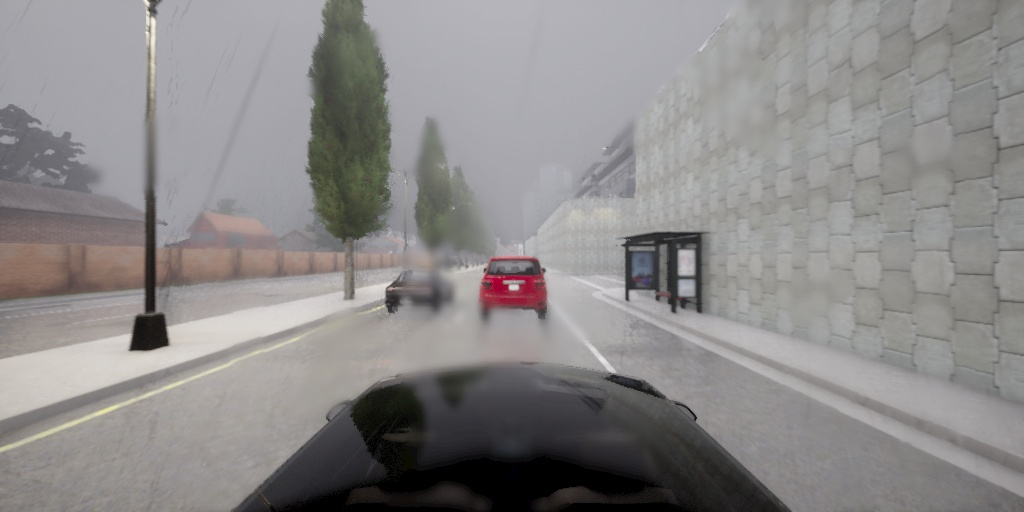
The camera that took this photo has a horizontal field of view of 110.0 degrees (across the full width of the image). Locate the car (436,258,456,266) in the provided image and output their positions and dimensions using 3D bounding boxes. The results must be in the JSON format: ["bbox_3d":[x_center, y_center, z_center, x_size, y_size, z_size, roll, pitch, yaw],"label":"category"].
[{"bbox_3d":[-11.520,1.284,61.435,2.150,2.045,5.566,0,0,1],"label":"car"}]

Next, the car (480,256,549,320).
[{"bbox_3d":[0.108,1.027,13.121,2.150,2.045,5.566,0,0,1],"label":"car"}]

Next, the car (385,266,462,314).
[{"bbox_3d":[-3.414,1.303,14.074,2.128,1.511,4.902,0,0,0],"label":"car"}]

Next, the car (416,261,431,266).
[{"bbox_3d":[-15.014,1.524,61.675,1.882,1.535,5.008,0,0,1],"label":"car"}]
